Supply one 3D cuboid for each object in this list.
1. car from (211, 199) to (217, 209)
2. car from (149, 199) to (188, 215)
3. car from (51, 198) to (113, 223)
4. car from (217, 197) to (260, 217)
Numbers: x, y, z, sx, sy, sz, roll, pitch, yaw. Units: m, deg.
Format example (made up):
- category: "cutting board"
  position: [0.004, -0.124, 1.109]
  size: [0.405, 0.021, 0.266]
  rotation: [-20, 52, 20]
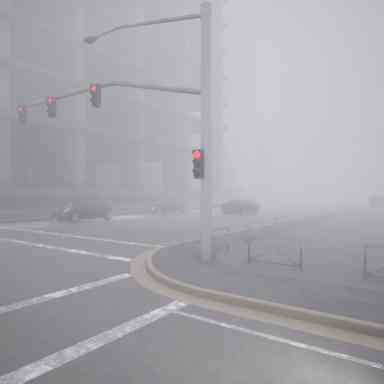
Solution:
- category: "car"
  position: [4.091, 1.422, 42.946]
  size: [1.882, 1.535, 5.008]
  rotation: [0, 0, 35]
- category: "car"
  position: [-2.341, 1.436, 33.884]
  size: [2.128, 1.511, 4.902]
  rotation: [0, 0, 35]
- category: "car"
  position: [-8.343, 1.296, 25.419]
  size: [2.097, 1.767, 4.553]
  rotation: [0, 0, 36]
- category: "car"
  position: [4.717, 1.422, 31.385]
  size: [1.882, 1.535, 5.008]
  rotation: [0, 0, 35]
